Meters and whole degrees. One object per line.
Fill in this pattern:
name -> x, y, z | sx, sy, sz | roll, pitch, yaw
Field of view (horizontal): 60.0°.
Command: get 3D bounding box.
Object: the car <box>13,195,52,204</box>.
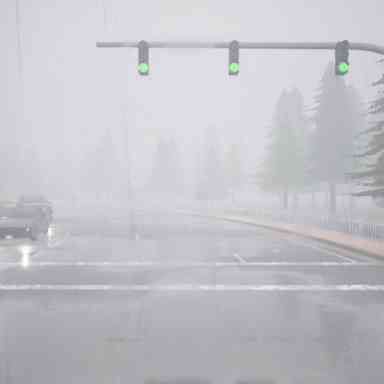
car -> -12.441, 1.232, 26.094 | 2.150, 2.045, 5.566 | 0, 0, -32

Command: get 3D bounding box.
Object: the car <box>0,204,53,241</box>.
car -> -8.440, 1.540, 16.722 | 2.033, 1.411, 5.357 | 0, 0, -15

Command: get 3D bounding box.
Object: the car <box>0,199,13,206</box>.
car -> -19.077, 1.508, 33.951 | 5.008, 1.535, 1.882 | 0, 0, 41
